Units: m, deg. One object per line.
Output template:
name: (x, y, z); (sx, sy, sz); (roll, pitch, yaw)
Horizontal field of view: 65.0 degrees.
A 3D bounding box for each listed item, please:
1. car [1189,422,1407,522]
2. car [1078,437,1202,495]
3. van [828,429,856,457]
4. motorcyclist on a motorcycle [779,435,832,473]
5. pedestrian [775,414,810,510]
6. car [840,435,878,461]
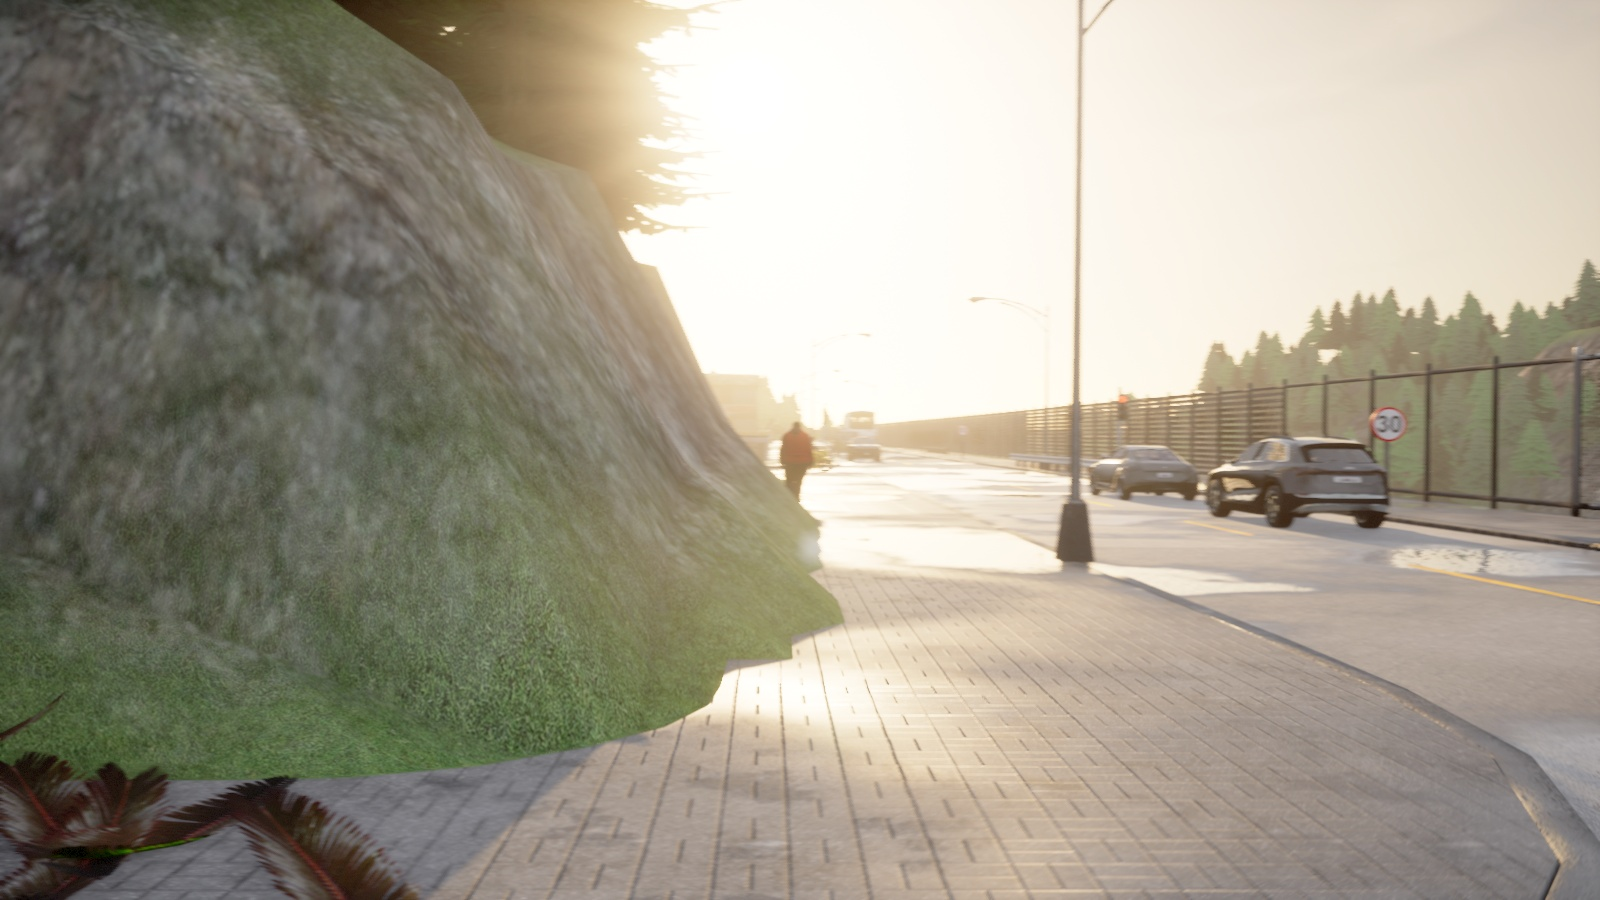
car: (9.152, 0.341, 23.577); (2.033, 1.649, 4.856); (-1, 1, -2)
car: (8.838, 0.368, 33.018); (1.994, 1.385, 4.181); (-1, 1, -2)
van: (3.087, -0.570, 92.755); (1.775, 1.987, 4.442); (-1, 1, -2)
motorcyclist on a motorcycle: (0.235, 0.171, 52.151); (2.044, 1.523, 0.797); (-1, 3, 13)
pedestrian: (-0.159, 0.225, 24.578); (0.634, 1.844, 0.899); (-1, 1, -2)
car: (3.566, -0.162, 76.787); (1.882, 1.535, 5.008); (-1, 1, -2)
